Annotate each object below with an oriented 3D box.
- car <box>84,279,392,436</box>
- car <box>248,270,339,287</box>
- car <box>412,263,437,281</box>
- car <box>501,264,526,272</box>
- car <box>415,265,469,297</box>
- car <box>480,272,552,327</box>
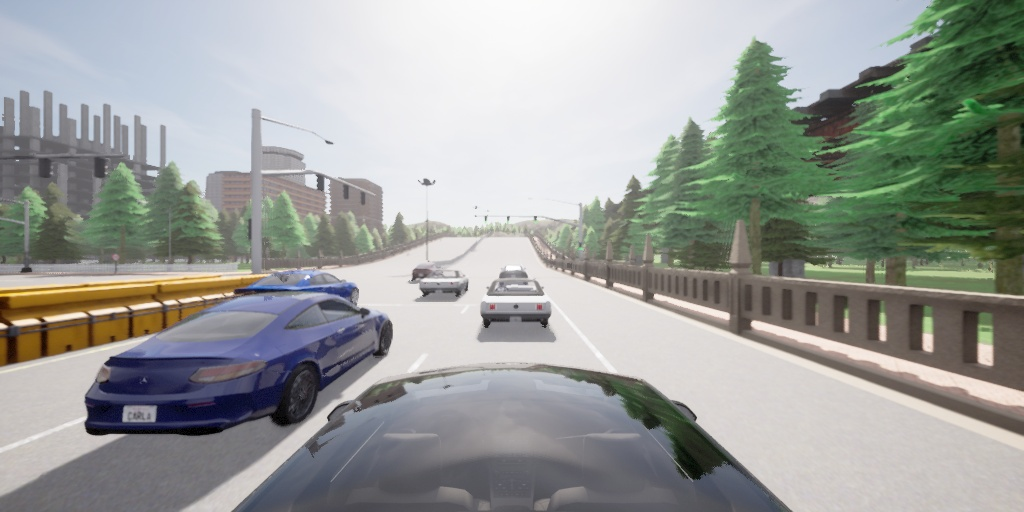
[{"bbox_3d":[-3.392,1.275,5.570,1.812,1.442,4.674,0,0,0],"label":"car"},{"bbox_3d":[-6.965,1.225,12.178,1.882,1.535,5.008,0,0,-1],"label":"car"},{"bbox_3d":[-6.898,1.270,29.472,1.812,1.442,4.674,0,0,0],"label":"car"},{"bbox_3d":[0.101,1.309,26.568,1.994,1.385,4.181,0,0,0],"label":"car"},{"bbox_3d":[-3.398,1.348,18.928,1.895,1.301,4.718,0,0,0],"label":"car"},{"bbox_3d":[0.102,1.349,11.493,1.895,1.301,4.718,0,0,0],"label":"car"}]
